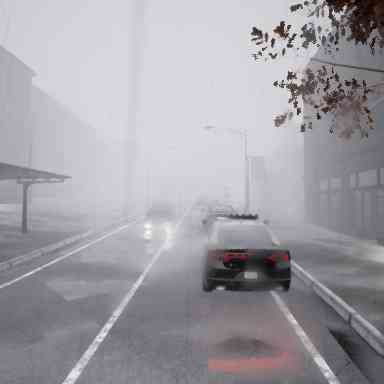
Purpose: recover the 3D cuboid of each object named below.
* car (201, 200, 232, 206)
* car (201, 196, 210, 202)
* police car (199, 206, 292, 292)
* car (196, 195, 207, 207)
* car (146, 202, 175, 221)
[{"bbox_3d":[1.586,1.438,18.966,1.837,1.490,4.892,0,0,2],"label":"car"},{"bbox_3d":[1.803,1.349,25.158,1.801,1.575,5.366,0,0,2],"label":"car"},{"bbox_3d":[1.236,1.412,9.072,1.930,1.638,5.238,0,0,2],"label":"police car"},{"bbox_3d":[1.529,1.394,45.867,1.895,1.301,4.718,0,0,2],"label":"car"},{"bbox_3d":[-2.420,1.490,26.230,1.895,1.301,4.718,0,0,2],"label":"car"}]
